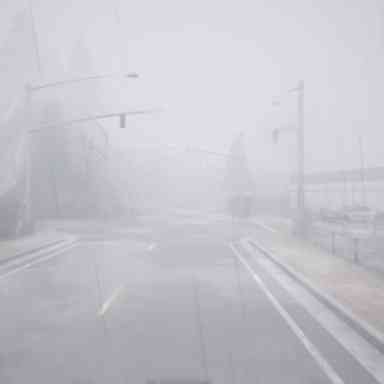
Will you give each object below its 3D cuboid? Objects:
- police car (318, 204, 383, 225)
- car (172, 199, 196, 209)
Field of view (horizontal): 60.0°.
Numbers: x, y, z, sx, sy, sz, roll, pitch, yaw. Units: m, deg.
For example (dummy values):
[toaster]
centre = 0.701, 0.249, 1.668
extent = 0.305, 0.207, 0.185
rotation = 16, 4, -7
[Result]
[police car]
centre = 12.615, 1.760, 26.219
extent = 4.974, 1.542, 2.038
rotation = 0, -1, 1
[car]
centre = -1.336, 2.037, 57.421
extent = 1.882, 1.535, 5.008
rotation = -1, -1, 39
